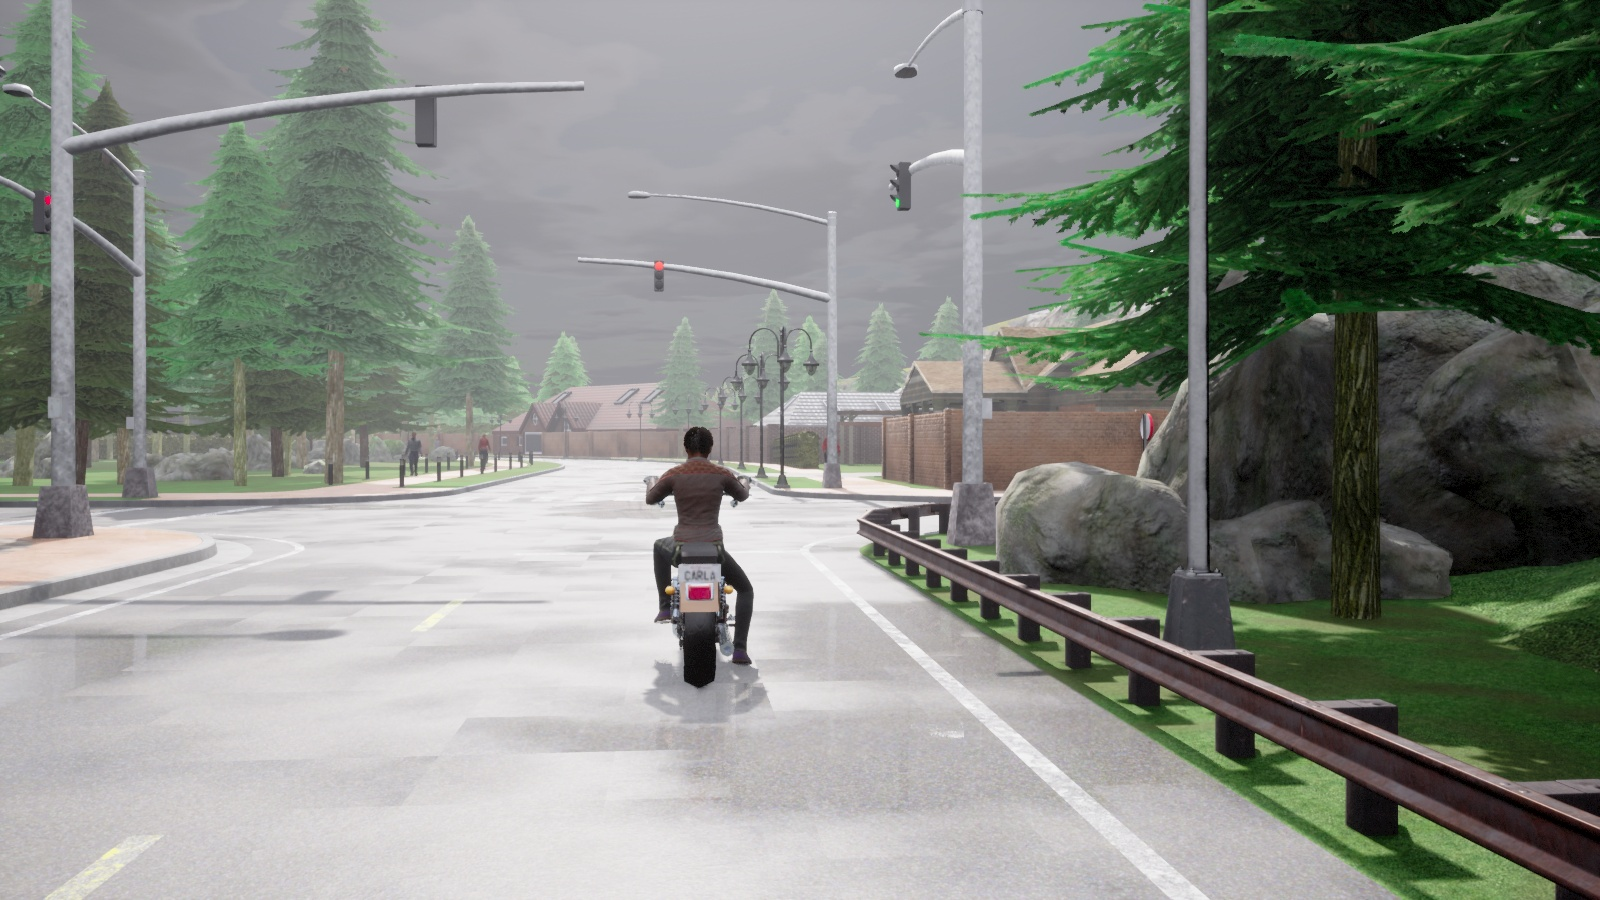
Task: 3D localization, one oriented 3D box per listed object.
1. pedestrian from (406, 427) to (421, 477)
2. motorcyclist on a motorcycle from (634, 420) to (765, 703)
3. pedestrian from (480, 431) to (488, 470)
[{"bbox_3d":[-15.173,0.082,49.274,0.423,1.949,0.788,0,0,-6],"label":"pedestrian"},{"bbox_3d":[-0.693,0.648,8.534,0.766,1.649,2.350,0,0,-5],"label":"motorcyclist on a motorcycle"},{"bbox_3d":[-15.121,0.021,60.059,0.331,1.846,0.636,0,0,-9],"label":"pedestrian"}]
